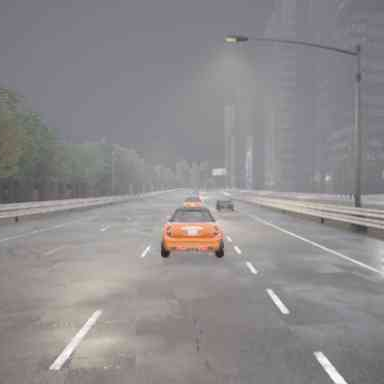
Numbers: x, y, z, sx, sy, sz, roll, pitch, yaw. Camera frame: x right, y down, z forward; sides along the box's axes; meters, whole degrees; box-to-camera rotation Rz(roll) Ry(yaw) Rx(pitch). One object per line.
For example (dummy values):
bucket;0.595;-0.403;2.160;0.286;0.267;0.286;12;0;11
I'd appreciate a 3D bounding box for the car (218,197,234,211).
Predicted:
car;3.754;1.367;39.068;2.128;1.511;4.902;0;0;0

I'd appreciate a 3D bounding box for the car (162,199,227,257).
car;0.016;1.341;13.118;2.097;1.767;4.553;0;0;0

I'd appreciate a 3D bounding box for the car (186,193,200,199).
car;0.109;1.264;32.787;2.097;1.767;4.553;0;0;0
